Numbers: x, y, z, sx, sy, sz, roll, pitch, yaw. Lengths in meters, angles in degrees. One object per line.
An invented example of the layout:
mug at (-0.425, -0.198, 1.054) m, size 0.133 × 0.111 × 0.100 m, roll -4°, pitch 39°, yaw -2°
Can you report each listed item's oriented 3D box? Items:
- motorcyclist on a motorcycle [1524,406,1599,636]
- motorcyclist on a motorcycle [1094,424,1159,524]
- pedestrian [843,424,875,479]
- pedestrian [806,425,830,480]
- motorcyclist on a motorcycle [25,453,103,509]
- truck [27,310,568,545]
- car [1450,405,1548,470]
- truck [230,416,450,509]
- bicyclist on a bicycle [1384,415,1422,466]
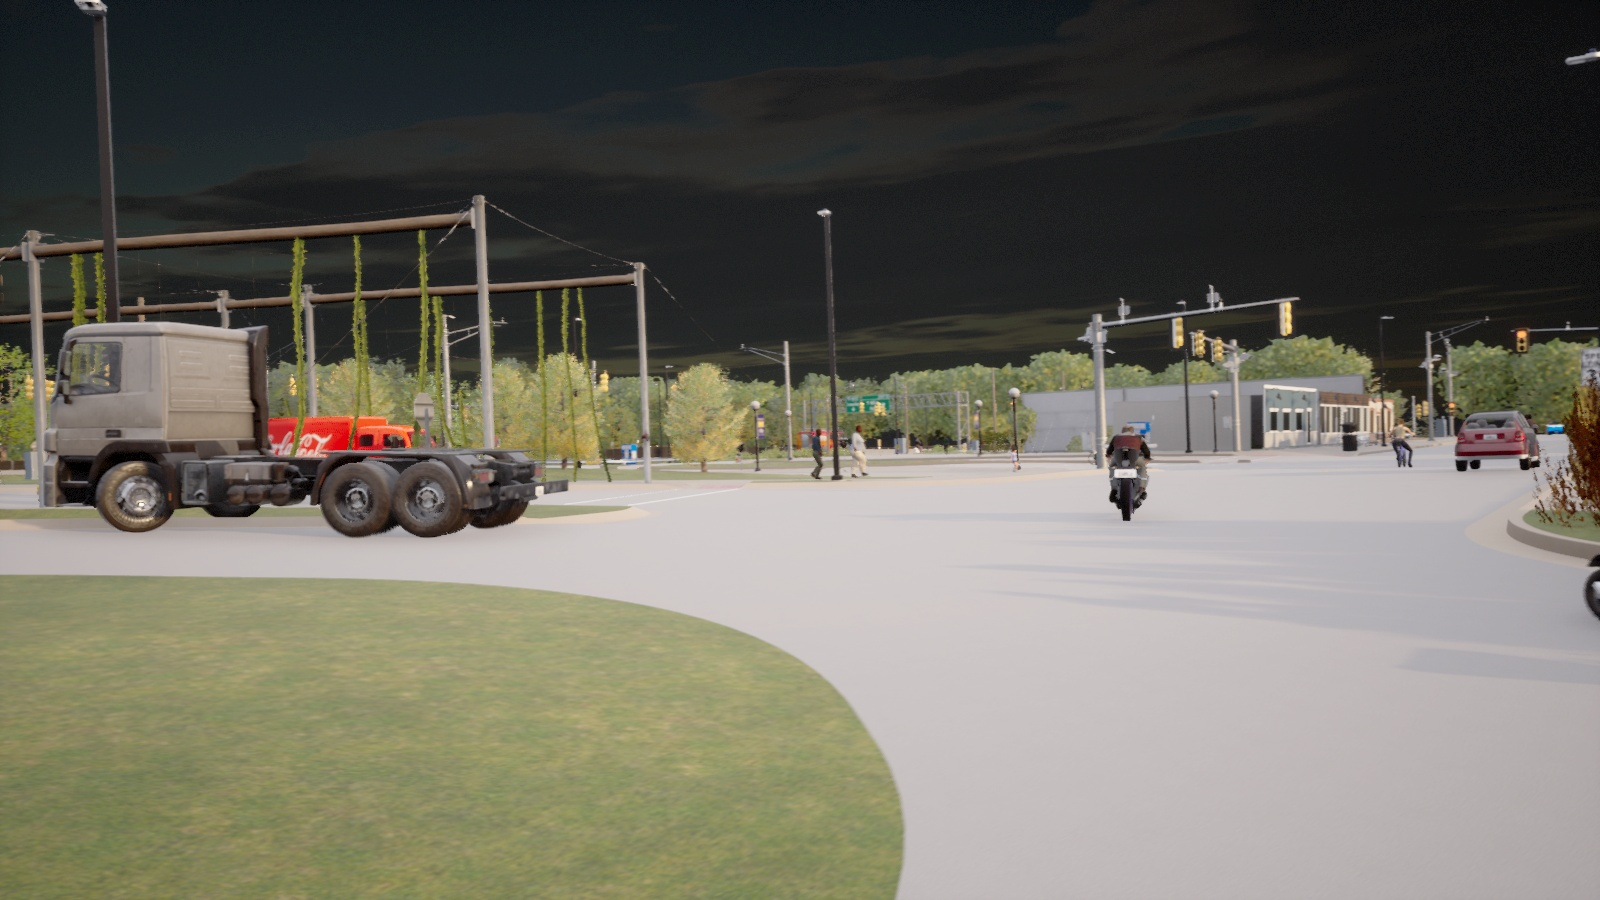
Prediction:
motorcyclist on a motorcycle at (6.053, 0.493, 8.613) m, size 0.866 × 1.590 × 1.817 m, roll -3°, pitch 2°, yaw -12°
motorcyclist on a motorcycle at (5.314, 0.345, 20.345) m, size 0.866 × 1.530 × 2.191 m, roll -1°, pitch 1°, yaw 18°
pedestrian at (2.045, 0.050, 43.671) m, size 0.900 × 1.855 × 0.874 m, roll -2°, pitch 1°, yaw 12°
pedestrian at (0.620, 0.085, 42.745) m, size 0.726 × 1.835 × 0.370 m, roll -2°, pitch 1°, yaw 6°
motorcyclist on a motorcycle at (-21.727, 0.914, 37.099) m, size 1.817 × 1.590 × 0.866 m, roll -1°, pitch 1°, yaw 9°
truck at (-8.120, -0.386, 20.675) m, size 7.936 × 3.462 × 2.891 m, roll 0°, pitch 1°, yaw 10°
car at (18.314, -0.319, 32.849) m, size 1.789 × 1.549 × 3.705 m, roll -3°, pitch -1°, yaw 35°
truck at (-12.995, 0.337, 35.714) m, size 5.204 × 2.467 × 2.627 m, roll -1°, pitch 1°, yaw 10°
bicyclist on a bicycle at (19.846, -0.307, 41.336) m, size 0.866 × 1.612 × 1.509 m, roll -2°, pitch -1°, yaw 35°
